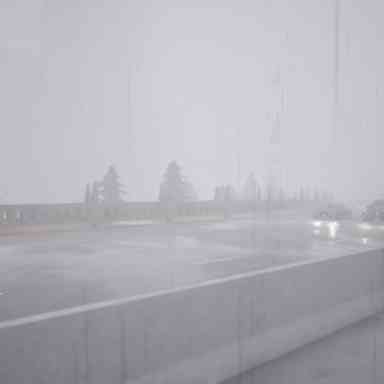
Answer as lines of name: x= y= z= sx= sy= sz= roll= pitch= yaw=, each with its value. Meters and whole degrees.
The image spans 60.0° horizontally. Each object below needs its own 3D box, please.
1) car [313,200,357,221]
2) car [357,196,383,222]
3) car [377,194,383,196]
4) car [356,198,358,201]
car: x=11.564 y=1.594 z=27.195 sx=1.994 sy=1.385 sz=4.181 roll=0 pitch=0 yaw=43
car: x=14.660 y=1.382 z=25.406 sx=2.097 sy=1.767 sz=4.553 roll=0 pitch=0 yaw=43
car: x=35.034 y=1.381 z=60.632 sx=2.150 sy=2.045 sz=5.566 roll=0 pitch=0 yaw=18
car: x=32.026 y=1.784 z=62.756 sx=1.895 sy=1.301 sz=4.718 roll=0 pitch=0 yaw=15
